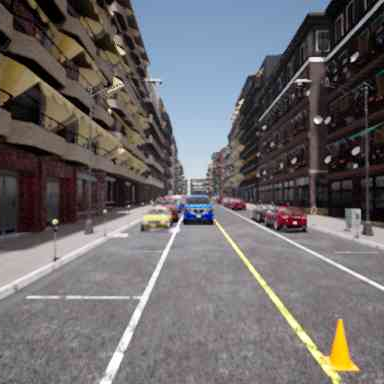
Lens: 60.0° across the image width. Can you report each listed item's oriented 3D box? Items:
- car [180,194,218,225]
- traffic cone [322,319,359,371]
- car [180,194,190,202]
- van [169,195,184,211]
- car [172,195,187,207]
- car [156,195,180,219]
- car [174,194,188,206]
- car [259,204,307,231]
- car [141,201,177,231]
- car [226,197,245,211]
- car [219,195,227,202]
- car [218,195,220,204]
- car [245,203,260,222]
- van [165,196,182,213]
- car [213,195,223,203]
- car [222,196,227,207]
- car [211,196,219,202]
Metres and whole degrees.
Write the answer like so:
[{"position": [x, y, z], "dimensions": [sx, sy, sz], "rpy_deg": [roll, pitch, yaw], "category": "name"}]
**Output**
[{"position": [0.460, 1.240, 24.764], "dimensions": [2.150, 2.045, 5.566], "rpy_deg": [0, 0, 0], "category": "car"}, {"position": [1.947, 1.965, 4.370], "dimensions": [0.340, 0.580, 0.340], "rpy_deg": [0, 0, 0], "category": "traffic cone"}, {"position": [-1.805, 1.503, 87.275], "dimensions": [2.192, 1.841, 5.009], "rpy_deg": [2, 0, 0], "category": "car"}, {"position": [-2.001, 1.380, 43.032], "dimensions": [1.690, 1.788, 3.998], "rpy_deg": [2, 0, 0], "category": "van"}, {"position": [-1.951, 1.382, 54.093], "dimensions": [2.192, 1.841, 5.009], "rpy_deg": [2, 0, 0], "category": "car"}, {"position": [-2.073, 1.325, 26.442], "dimensions": [2.192, 1.841, 5.009], "rpy_deg": [2, 0, 0], "category": "car"}, {"position": [-1.927, 1.398, 59.622], "dimensions": [2.192, 1.841, 5.009], "rpy_deg": [2, 0, 0], "category": "car"}, {"position": [5.774, 1.584, 20.811], "dimensions": [1.887, 1.381, 4.507], "rpy_deg": [2, 0, 0], "category": "car"}, {"position": [-2.105, 1.529, 20.740], "dimensions": [1.752, 1.417, 4.829], "rpy_deg": [2, 0, 0], "category": "car"}, {"position": [5.873, 1.618, 42.935], "dimensions": [1.887, 1.381, 4.507], "rpy_deg": [2, 0, 0], "category": "car"}, {"position": [5.933, 1.542, 53.997], "dimensions": [1.967, 1.590, 4.097], "rpy_deg": [2, 0, 0], "category": "car"}, {"position": [5.943, 1.450, 65.059], "dimensions": [2.192, 1.841, 5.009], "rpy_deg": [2, 0, 0], "category": "car"}, {"position": [5.799, 1.596, 26.343], "dimensions": [2.008, 1.369, 4.403], "rpy_deg": [2, 0, 0], "category": "car"}, {"position": [-2.025, 1.367, 37.500], "dimensions": [1.690, 1.788, 3.998], "rpy_deg": [2, 0, 0], "category": "van"}, {"position": [5.988, 1.615, 76.122], "dimensions": [1.967, 1.590, 4.097], "rpy_deg": [1, 0, 0], "category": "car"}, {"position": [5.898, 1.632, 48.465], "dimensions": [1.887, 1.381, 4.507], "rpy_deg": [2, 0, 0], "category": "car"}, {"position": [6.034, 1.804, 87.184], "dimensions": [1.802, 1.307, 4.206], "rpy_deg": [1, 0, 0], "category": "car"}]
